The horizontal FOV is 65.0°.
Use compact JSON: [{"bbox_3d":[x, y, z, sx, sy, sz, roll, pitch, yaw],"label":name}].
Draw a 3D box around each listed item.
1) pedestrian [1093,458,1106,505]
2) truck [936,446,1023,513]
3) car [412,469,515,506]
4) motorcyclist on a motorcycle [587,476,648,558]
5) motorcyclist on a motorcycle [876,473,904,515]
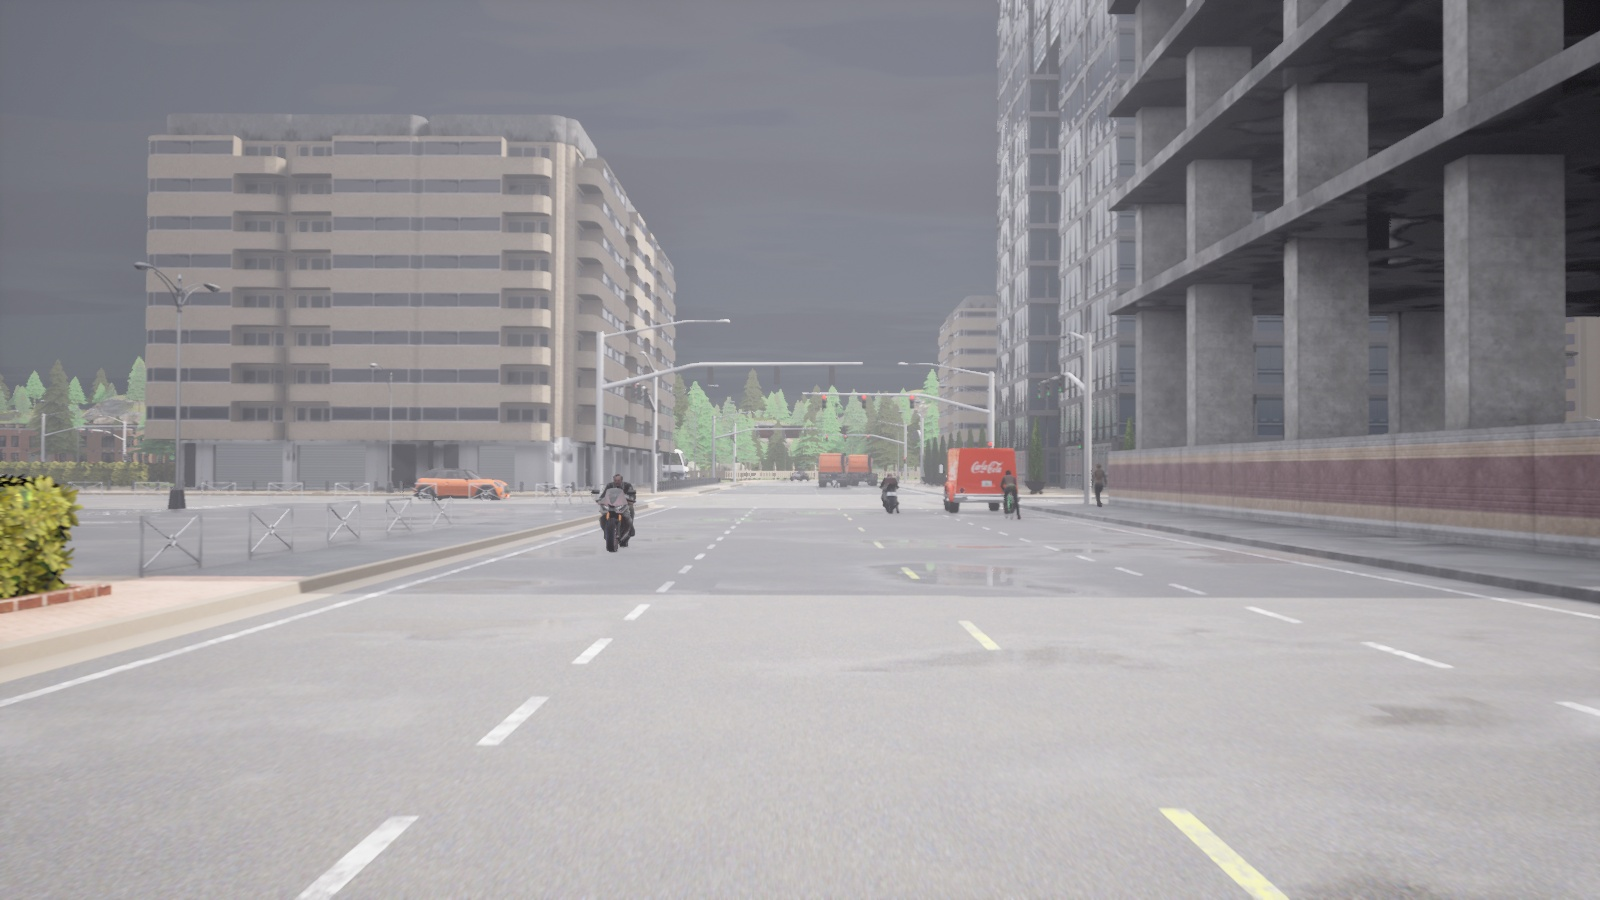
[{"bbox_3d":[11.868,1.260,49.803,0.331,1.846,0.634,0,-1,-4],"label":"pedestrian"},{"bbox_3d":[6.879,1.118,48.814,2.627,2.467,5.204,0,-1,0],"label":"truck"},{"bbox_3d":[-16.600,1.835,62.155,4.553,1.767,2.097,0,-1,0],"label":"car"},{"bbox_3d":[-3.560,1.277,24.669,0.866,1.530,2.191,0,-1,0],"label":"motorcyclist on a motorcycle"},{"bbox_3d":[3.384,1.627,47.270,0.866,1.530,2.191,0,-1,0],"label":"motorcyclist on a motorcycle"}]
